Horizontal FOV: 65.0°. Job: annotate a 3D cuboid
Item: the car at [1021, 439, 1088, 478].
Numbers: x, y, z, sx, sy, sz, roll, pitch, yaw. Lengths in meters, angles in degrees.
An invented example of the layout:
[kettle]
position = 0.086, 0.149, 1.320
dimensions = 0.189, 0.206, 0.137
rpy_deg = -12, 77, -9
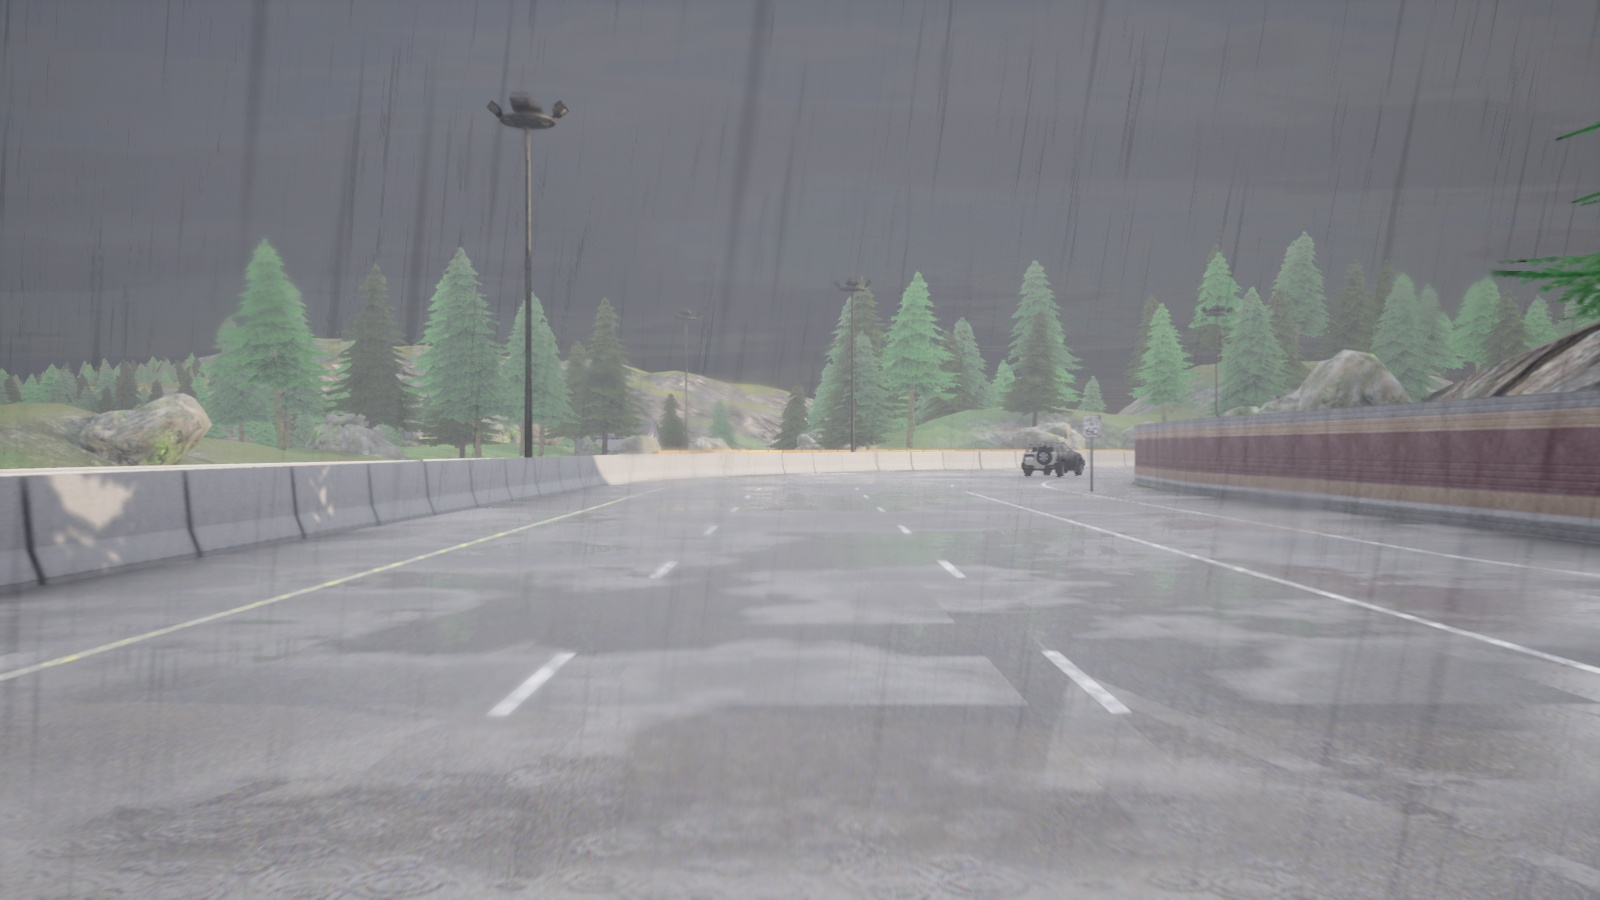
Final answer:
[car]
position = 12.741, 0.423, 62.661
dimensions = 1.932, 1.855, 4.605
rpy_deg = 0, 0, 30
